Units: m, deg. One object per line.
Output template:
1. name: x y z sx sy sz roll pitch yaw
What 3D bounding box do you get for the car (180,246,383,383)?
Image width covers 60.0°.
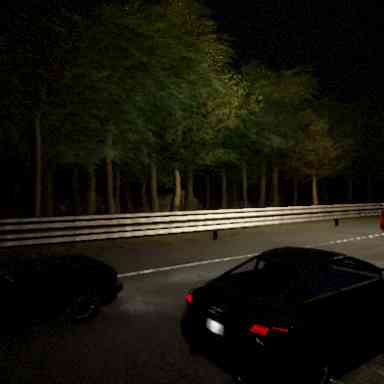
1. car: 1.902 1.565 5.107 4.181 1.385 1.994 0 0 -35

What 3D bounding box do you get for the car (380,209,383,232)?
1. car: 11.318 1.206 16.123 5.566 2.045 2.150 0 0 -36

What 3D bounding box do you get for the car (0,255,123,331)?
1. car: -3.617 1.601 5.465 4.718 1.301 1.895 0 0 -36
